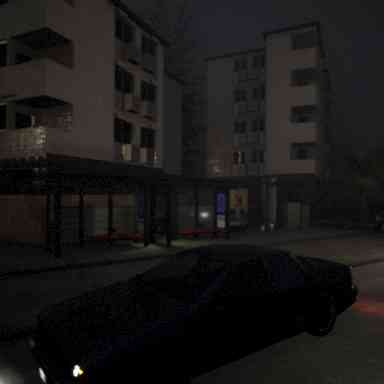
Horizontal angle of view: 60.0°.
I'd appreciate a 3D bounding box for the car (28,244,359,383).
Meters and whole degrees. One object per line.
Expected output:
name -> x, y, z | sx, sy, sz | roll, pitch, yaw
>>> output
car -> 0.523, 1.580, 5.170 | 5.357, 1.411, 2.033 | 1, 0, -37
